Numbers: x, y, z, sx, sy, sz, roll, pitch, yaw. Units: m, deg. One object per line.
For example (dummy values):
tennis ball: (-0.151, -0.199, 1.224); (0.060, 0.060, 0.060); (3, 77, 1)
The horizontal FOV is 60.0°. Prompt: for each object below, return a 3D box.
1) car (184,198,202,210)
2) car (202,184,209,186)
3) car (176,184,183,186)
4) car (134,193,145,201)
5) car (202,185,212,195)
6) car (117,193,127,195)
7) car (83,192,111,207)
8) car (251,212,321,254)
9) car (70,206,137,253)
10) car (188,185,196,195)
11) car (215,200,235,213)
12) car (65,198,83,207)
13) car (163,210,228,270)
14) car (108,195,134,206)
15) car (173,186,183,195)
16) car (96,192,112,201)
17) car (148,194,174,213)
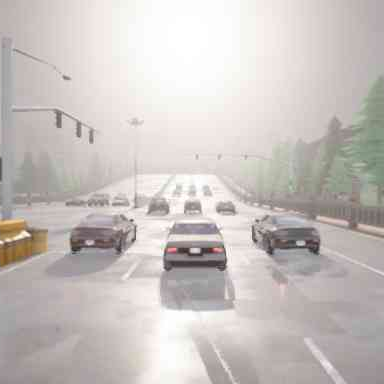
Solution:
car: (0.090, 1.447, 37.692); (1.882, 1.535, 5.008); (0, 0, 0)
car: (3.623, -1.431, 86.817); (2.128, 1.511, 4.902); (0, 7, 0)
car: (-3.377, -1.432, 86.854); (1.812, 1.442, 4.674); (0, 7, 0)
car: (-10.492, 0.993, 66.062); (1.895, 1.301, 4.718); (0, 4, 0)
car: (3.571, -0.099, 77.219); (1.994, 1.385, 4.181); (0, 7, 0)
car: (-13.990, 0.934, 66.120); (2.033, 1.411, 5.357); (0, 4, 0)
car: (-14.082, 1.170, 50.350); (2.150, 2.045, 5.566); (0, 0, 0)
car: (3.588, 1.514, 13.271); (1.812, 1.442, 4.674); (0, 0, 0)
car: (-3.412, 1.514, 13.414); (1.812, 1.442, 4.674); (0, 0, 0)
car: (0.069, -0.109, 76.817); (1.837, 1.490, 4.892); (0, 7, 0)
car: (3.589, 1.534, 36.601); (1.994, 1.385, 4.181); (0, 0, 0)
car: (-17.579, 1.552, 50.442); (1.895, 1.301, 4.718); (0, 0, 0)
car: (0.086, 1.538, 10.972); (2.033, 1.411, 5.357); (0, 0, 0)
car: (-10.585, 1.499, 49.880); (2.033, 1.411, 5.357); (0, 0, 0)
car: (-3.431, -0.018, 76.877); (1.895, 1.301, 4.718); (0, 7, 0)
car: (-17.487, 0.848, 66.400); (1.882, 1.535, 5.008); (0, 4, 0)
car: (-3.411, 1.323, 35.844); (2.097, 1.767, 4.553); (0, 0, 0)
